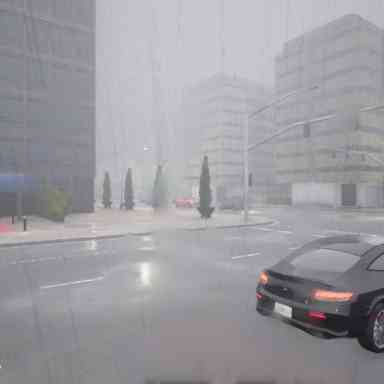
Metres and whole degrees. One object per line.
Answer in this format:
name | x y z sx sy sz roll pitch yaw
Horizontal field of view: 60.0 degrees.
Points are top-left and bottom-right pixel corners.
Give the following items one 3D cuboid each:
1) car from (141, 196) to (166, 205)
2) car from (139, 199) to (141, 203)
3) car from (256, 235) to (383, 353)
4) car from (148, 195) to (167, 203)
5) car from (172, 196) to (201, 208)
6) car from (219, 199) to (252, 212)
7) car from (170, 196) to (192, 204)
car | -6.196 1.564 55.671 1.994 1.385 4.181 0 0 -35
car | -8.767 1.564 65.750 1.994 1.385 4.181 0 0 -35
car | 3.190 1.526 6.098 4.674 1.442 1.812 0 0 -35
car | -7.325 1.503 69.726 1.837 1.490 4.892 0 0 -35
car | -0.500 1.352 47.535 2.097 1.767 4.553 0 0 -35
car | 5.115 1.564 39.531 1.994 1.385 4.181 0 0 -35
car | -2.038 1.526 62.251 1.812 1.442 4.674 0 0 -35
